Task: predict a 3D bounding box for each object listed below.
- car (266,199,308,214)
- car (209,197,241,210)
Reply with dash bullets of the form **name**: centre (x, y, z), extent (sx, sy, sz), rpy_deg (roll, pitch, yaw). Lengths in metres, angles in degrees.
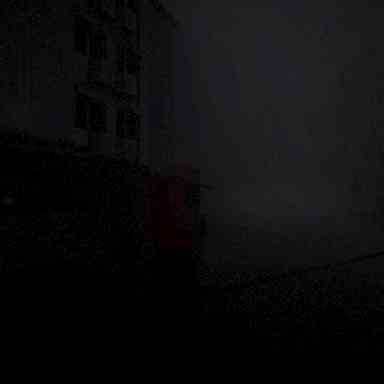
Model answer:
- **car**: centre (9.984, 1.526, 35.329), extent (1.812, 1.442, 4.674), rpy_deg (0, 0, -36)
- **car**: centre (4.254, 1.478, 43.327), extent (1.882, 1.535, 5.008), rpy_deg (0, 0, -36)
